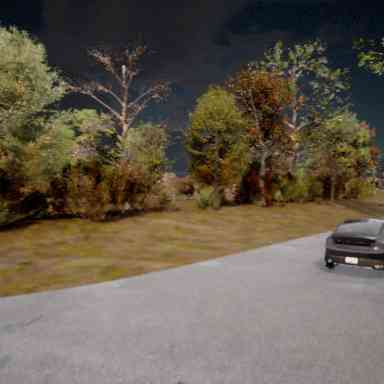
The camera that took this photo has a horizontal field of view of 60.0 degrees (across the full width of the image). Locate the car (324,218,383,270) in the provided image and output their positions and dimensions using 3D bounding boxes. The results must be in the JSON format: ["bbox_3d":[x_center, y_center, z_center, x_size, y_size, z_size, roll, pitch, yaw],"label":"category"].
[{"bbox_3d":[5.818,1.628,10.893,1.837,1.490,4.892,0,-1,38],"label":"car"}]
